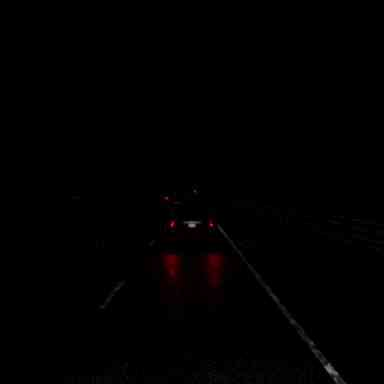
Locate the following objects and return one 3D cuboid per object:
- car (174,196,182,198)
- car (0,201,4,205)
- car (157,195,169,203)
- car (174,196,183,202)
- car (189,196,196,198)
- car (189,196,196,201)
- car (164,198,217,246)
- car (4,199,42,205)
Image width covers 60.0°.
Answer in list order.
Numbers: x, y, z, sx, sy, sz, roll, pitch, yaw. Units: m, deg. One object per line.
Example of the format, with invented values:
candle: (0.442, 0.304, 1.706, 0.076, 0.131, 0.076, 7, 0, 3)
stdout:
car: (-3.484, 1.699, 77.145, 1.837, 1.490, 4.892, 0, 0, 0)
car: (-21.068, 1.588, 34.880, 1.994, 1.385, 4.181, 0, 0, 0)
car: (-6.985, 1.734, 76.312, 2.033, 1.411, 5.357, 0, 0, 0)
car: (-3.484, 1.696, 87.563, 2.128, 1.511, 4.902, 0, 0, 0)
car: (0.016, 1.754, 77.561, 1.994, 1.385, 4.181, 0, 0, 0)
car: (0.016, 1.695, 87.563, 1.812, 1.442, 4.674, 0, 0, 0)
car: (0.003, 1.353, 15.493, 2.097, 1.767, 4.553, 0, 0, 0)
car: (-17.562, 1.520, 35.883, 2.128, 1.511, 4.902, 0, 0, 0)
